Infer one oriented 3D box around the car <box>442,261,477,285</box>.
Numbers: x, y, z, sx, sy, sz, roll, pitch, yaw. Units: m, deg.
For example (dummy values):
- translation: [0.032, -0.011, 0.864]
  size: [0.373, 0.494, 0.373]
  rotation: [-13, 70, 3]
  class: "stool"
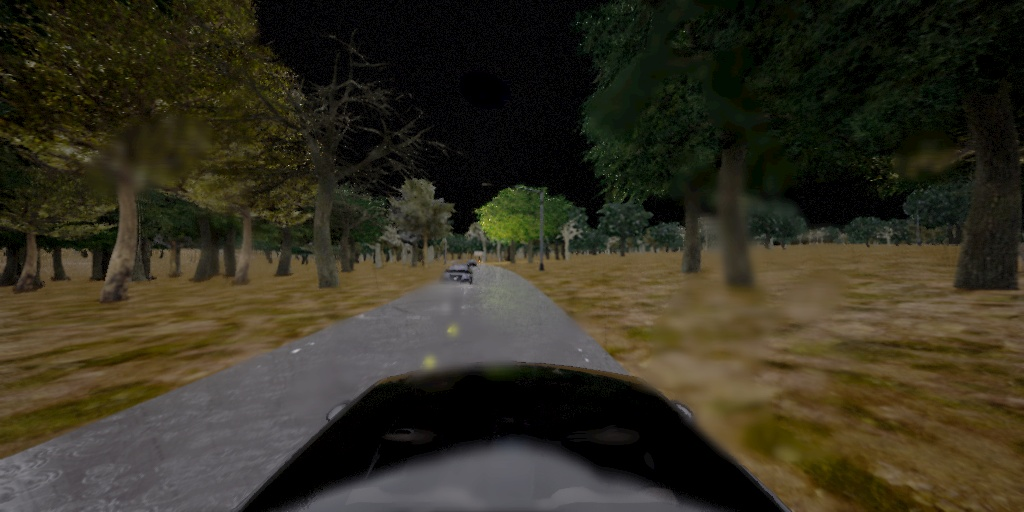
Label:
- translation: [-3.752, 1.289, 25.567]
  size: [1.994, 1.385, 4.181]
  rotation: [0, 0, -3]
  class: "car"
